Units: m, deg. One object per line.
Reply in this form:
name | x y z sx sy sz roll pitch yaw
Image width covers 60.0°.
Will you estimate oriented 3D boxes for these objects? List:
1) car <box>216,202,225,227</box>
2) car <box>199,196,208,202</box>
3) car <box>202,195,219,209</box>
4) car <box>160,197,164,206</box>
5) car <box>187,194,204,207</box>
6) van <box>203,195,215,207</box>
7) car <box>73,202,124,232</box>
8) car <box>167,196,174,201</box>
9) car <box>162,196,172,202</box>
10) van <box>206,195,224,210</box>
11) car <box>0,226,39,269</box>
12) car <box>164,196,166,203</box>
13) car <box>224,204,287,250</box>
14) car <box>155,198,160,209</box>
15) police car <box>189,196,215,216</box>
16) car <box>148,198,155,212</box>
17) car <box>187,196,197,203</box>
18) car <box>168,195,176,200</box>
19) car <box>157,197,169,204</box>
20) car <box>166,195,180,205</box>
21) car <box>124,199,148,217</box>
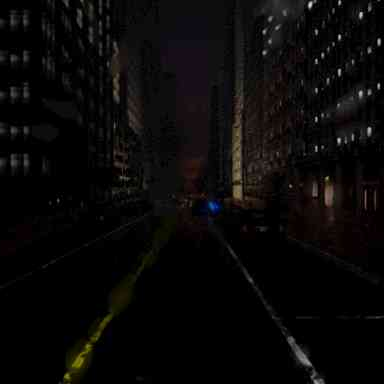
car | 2.686 1.547 20.291 1.752 1.417 4.829 -1 0 0
car | 2.694 1.631 76.957 2.008 1.369 4.403 -1 0 0
car | 2.687 1.366 48.539 2.192 1.841 5.009 -1 0 0
car | -5.691 1.602 48.540 2.008 1.369 4.403 -1 0 0
car | 0.546 1.401 48.394 2.097 1.767 4.553 0 0 -6
van | 2.689 1.398 54.223 1.690 1.788 3.998 -1 0 0
car | -5.695 1.461 20.122 1.967 1.590 4.097 -1 0 0
car | -5.685 1.673 88.325 1.802 1.307 4.206 -1 0 0
car | -5.687 1.631 76.958 2.008 1.369 4.403 -1 0 0
van | 2.686 1.380 37.172 1.690 1.788 3.998 -1 0 0
car | -5.696 1.534 8.585 1.752 1.417 4.829 -1 0 0
car | -5.690 1.639 54.224 1.802 1.307 4.206 -1 0 0
car | 2.684 1.455 14.438 1.967 1.590 4.097 -1 0 0
car | -5.691 1.590 42.856 1.887 1.381 4.507 -1 0 0
police car | 0.904 1.460 32.628 1.930 1.638 5.238 0 0 0
car | -5.692 1.605 37.173 1.947 1.339 4.313 -1 0 0
car | 0.009 1.522 68.528 2.128 1.511 4.902 0 0 0
car | -5.686 1.537 94.009 1.967 1.590 4.097 -1 0 0
car | -5.689 1.619 65.591 2.008 1.369 4.403 -1 0 0
car | -3.046 1.624 58.146 1.994 1.385 4.181 0 0 1
car | -5.693 1.584 31.489 2.008 1.369 4.403 -1 0 0
